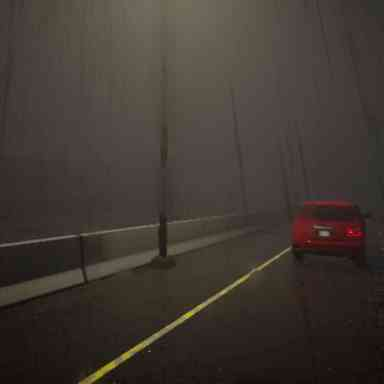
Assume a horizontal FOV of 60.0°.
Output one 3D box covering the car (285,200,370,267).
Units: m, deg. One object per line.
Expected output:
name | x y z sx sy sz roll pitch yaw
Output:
car | 5.252 1.347 12.335 2.150 2.045 5.566 0 0 28

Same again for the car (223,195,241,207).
car | 7.657 1.658 62.509 2.150 2.045 5.566 1 0 24

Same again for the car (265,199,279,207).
car | 14.703 1.976 61.257 1.882 1.535 5.008 0 0 23

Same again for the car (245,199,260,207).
car | 11.350 2.019 62.212 2.033 1.411 5.357 0 0 24
